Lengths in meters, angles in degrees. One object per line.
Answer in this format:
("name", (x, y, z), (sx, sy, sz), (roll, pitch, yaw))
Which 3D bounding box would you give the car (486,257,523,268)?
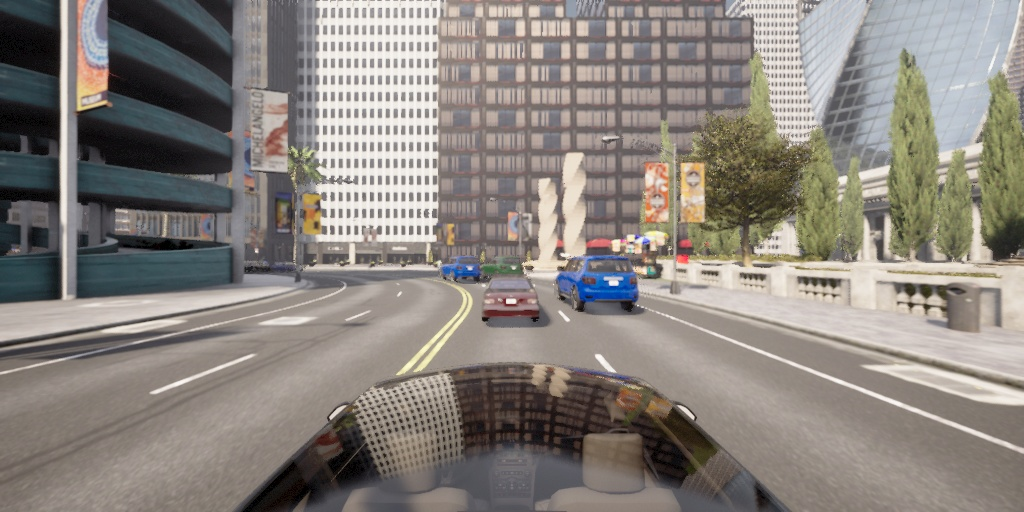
("car", (-0.970, 1.069, 30.906), (2.150, 2.045, 5.566), (0, 0, -25))

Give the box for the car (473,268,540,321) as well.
("car", (-0.109, 1.333, 12.631), (2.033, 1.411, 5.357), (0, 0, -2))

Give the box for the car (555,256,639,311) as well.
("car", (3.263, 1.014, 14.811), (2.150, 2.045, 5.566), (0, 0, -4))

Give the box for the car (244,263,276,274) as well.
("car", (-32.359, 1.499, 44.473), (4.718, 1.301, 1.895), (0, 0, 14))

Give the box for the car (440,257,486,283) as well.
("car", (-4.372, 1.067, 29.936), (2.150, 2.045, 5.566), (0, 0, -25))

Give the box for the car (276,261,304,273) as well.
("car", (-29.767, 1.432, 47.305), (4.674, 1.442, 1.812), (0, 0, 17))
